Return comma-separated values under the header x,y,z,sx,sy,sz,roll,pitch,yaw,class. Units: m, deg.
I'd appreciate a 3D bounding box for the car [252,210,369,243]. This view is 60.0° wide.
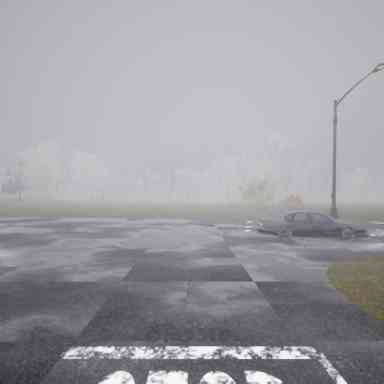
x,y,z,sx,sy,sz,roll,pitch,yaw,class
5.759,1.643,16.596,5.357,1.411,2.033,1,0,1,car
